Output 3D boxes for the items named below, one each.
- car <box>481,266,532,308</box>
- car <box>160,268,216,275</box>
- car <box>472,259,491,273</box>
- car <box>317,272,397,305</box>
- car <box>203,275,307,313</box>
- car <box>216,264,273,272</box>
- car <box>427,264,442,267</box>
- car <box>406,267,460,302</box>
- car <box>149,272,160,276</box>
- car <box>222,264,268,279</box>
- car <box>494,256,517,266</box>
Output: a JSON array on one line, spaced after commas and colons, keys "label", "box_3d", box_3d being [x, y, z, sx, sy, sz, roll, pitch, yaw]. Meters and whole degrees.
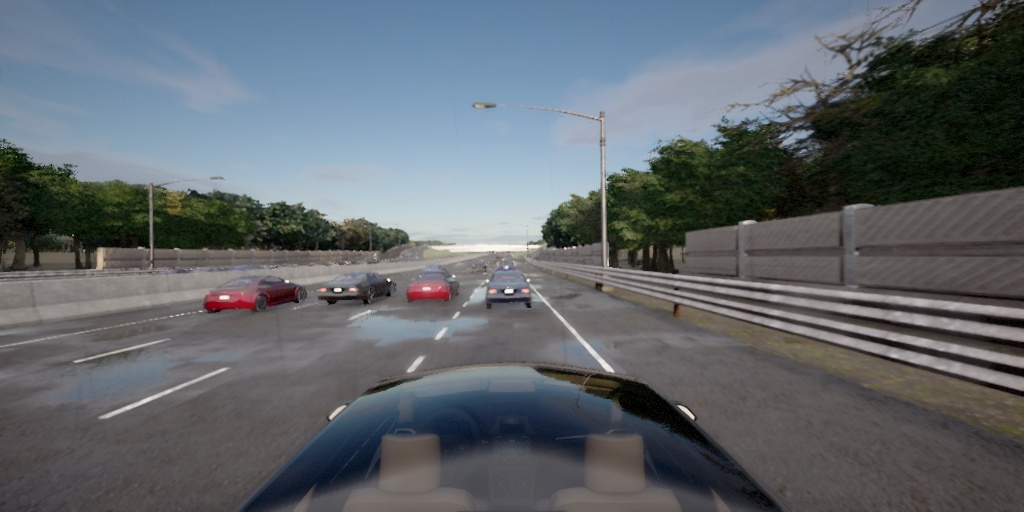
[{"label": "car", "box_3d": [-0.158, 1.350, 15.663, 2.033, 1.411, 5.357, -1, 0, -1]}, {"label": "car", "box_3d": [-25.122, 1.736, 29.476, 2.033, 1.411, 5.357, -1, 0, -1]}, {"label": "car", "box_3d": [-4.323, 1.454, 48.345, 2.128, 1.511, 4.902, -1, 0, -1]}, {"label": "car", "box_3d": [-7.190, 1.451, 17.225, 2.033, 1.411, 5.357, -1, 0, -1]}, {"label": "car", "box_3d": [-10.647, 1.509, 15.232, 1.994, 1.385, 4.181, -1, 0, -1]}, {"label": "car", "box_3d": [-21.629, 1.634, 30.123, 2.128, 1.511, 4.902, -1, 0, -1]}, {"label": "car", "box_3d": [-7.514, 1.511, 34.918, 2.033, 1.411, 5.357, -1, 0, -1]}, {"label": "car", "box_3d": [-3.801, 1.423, 17.792, 1.994, 1.385, 4.181, -1, 0, -1]}, {"label": "car", "box_3d": [-28.629, 1.803, 30.321, 1.994, 1.385, 4.181, -1, 0, -1]}, {"label": "car", "box_3d": [-32.332, 1.809, 43.642, 1.882, 1.535, 5.008, -1, 0, -1]}, {"label": "car", "box_3d": [-0.582, 1.233, 38.925, 2.097, 1.767, 4.553, -1, 0, -1]}]
